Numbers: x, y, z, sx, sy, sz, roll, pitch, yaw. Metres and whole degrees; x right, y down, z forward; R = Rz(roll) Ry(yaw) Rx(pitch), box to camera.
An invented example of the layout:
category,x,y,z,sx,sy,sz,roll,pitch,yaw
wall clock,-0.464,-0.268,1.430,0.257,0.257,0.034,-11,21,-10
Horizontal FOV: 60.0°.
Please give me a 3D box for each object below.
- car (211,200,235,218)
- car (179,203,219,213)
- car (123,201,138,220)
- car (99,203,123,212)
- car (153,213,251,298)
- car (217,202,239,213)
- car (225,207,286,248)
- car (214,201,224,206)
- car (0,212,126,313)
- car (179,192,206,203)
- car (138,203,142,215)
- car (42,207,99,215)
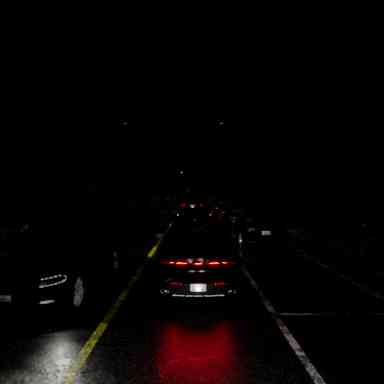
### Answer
category,x,y,z,sx,sy,sz,roll,pitch,yaw
car,2.802,1.544,30.989,1.887,1.381,4.507,-1,0,0
car,0.124,1.546,18.303,2.033,1.411,5.357,0,0,0
car,-5.732,1.550,25.498,2.008,1.369,4.403,-1,0,0
car,-5.742,1.564,19.993,1.947,1.339,4.313,-1,0,0
car,0.115,1.503,8.508,1.837,1.490,4.892,0,0,0
car,2.783,1.543,19.978,1.887,1.381,4.507,-1,0,0
car,2.774,1.564,14.473,1.947,1.339,4.313,-1,0,0
car,2.793,1.544,25.483,1.887,1.381,4.507,-1,0,0
car,-3.087,1.476,7.964,1.882,1.535,5.008,0,0,0
car,0.046,1.222,28.614,2.150,2.045,5.566,0,0,0
car,-5.723,1.544,31.003,1.887,1.381,4.507,-1,0,0
car,-5.752,1.439,14.487,1.967,1.590,4.097,-1,0,0
